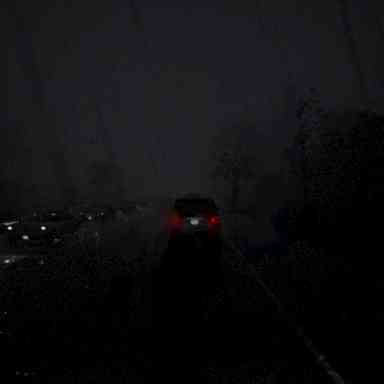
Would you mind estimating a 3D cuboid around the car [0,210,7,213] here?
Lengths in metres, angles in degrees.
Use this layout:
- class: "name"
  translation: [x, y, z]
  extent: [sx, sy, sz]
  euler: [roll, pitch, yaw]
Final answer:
- class: "car"
  translation: [-10.592, 1.603, 17.325]
  extent: [1.994, 1.385, 4.181]
  euler: [0, 0, 0]

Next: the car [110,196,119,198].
- class: "car"
  translation: [-10.499, 1.297, 45.283]
  extent: [1.994, 1.385, 4.181]
  euler: [0, 3, 0]

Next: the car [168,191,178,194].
- class: "car"
  translation: [-3.400, 0.606, 58.980]
  extent: [2.033, 1.411, 5.357]
  euler: [0, 3, 0]

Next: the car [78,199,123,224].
- class: "car"
  translation: [-7.082, 1.550, 25.575]
  extent: [2.128, 1.511, 4.902]
  euler: [0, 0, 0]

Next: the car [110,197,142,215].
- class: "car"
  translation: [-7.030, 1.595, 35.368]
  extent: [2.033, 1.411, 5.357]
  euler: [0, 1, 1]

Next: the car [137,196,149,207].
- class: "car"
  translation: [-6.994, 1.292, 45.380]
  extent: [1.994, 1.385, 4.181]
  euler: [0, 3, 0]

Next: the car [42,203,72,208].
- class: "car"
  translation: [-10.580, 1.585, 26.006]
  extent: [1.812, 1.442, 4.674]
  euler: [0, 0, 0]

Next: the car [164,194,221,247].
- class: "car"
  translation: [0.104, 1.257, 15.374]
  extent: [2.150, 2.045, 5.566]
  euler: [0, 0, 0]

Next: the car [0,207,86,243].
- class: "car"
  translation: [-7.095, 1.638, 16.406]
  extent: [1.895, 1.301, 4.718]
  euler: [0, 0, 0]

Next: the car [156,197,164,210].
- class: "car"
  translation: [-3.390, 1.391, 41.514]
  extent: [2.128, 1.511, 4.902]
  euler: [0, 2, 0]
